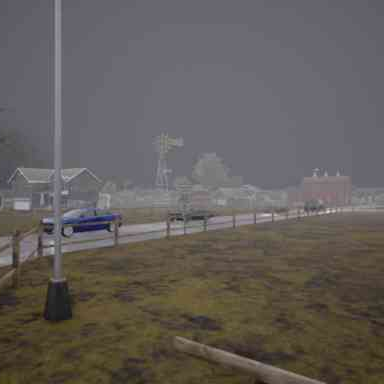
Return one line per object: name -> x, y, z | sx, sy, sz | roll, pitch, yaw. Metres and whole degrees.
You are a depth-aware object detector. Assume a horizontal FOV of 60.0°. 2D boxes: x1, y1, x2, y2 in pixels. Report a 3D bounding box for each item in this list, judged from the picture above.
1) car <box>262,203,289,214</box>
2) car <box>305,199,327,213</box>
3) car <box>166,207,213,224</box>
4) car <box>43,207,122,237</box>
car -> 11.313, 2.216, 44.762 | 2.033, 1.411, 5.357 | 0, -1, 36
car -> 18.795, 2.071, 50.335 | 2.150, 2.045, 5.566 | 0, -1, 35
car -> -0.130, 1.953, 28.611 | 1.895, 1.301, 4.718 | 0, -1, 35
car -> -6.430, 1.688, 19.726 | 1.882, 1.535, 5.008 | 0, -1, 36
